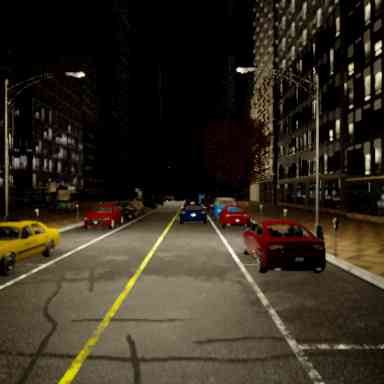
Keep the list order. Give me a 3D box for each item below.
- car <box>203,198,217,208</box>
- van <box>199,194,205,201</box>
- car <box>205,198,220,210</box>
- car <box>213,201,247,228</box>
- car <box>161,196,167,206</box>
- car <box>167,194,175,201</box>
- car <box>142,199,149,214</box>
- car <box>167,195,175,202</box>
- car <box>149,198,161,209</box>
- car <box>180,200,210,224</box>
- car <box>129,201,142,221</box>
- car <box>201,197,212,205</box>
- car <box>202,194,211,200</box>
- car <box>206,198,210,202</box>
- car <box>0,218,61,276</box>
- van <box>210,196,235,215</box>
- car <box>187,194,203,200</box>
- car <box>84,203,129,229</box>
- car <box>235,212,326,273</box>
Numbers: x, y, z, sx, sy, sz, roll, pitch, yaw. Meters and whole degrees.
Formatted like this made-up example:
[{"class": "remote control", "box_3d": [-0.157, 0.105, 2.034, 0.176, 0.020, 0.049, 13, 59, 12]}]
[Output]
[{"class": "car", "box_3d": [2.684, 1.612, 50.227, 1.802, 1.307, 4.206, 0, 0, 0]}, {"class": "van", "box_3d": [2.680, 1.386, 89.904, 1.690, 1.788, 3.998, 0, 0, 0]}, {"class": "car", "box_3d": [2.685, 1.553, 44.729, 1.752, 1.417, 4.829, 0, 0, 0]}, {"class": "car", "box_3d": [2.686, 1.559, 21.887, 1.887, 1.381, 4.507, 0, 0, 0]}, {"class": "car", "box_3d": [-5.697, 1.615, 55.896, 1.802, 1.307, 4.206, 0, 0, 0]}, {"class": "car", "box_3d": [-5.700, 1.485, 89.904, 1.967, 1.590, 4.097, 0, 0, 0]}, {"class": "car", "box_3d": [-5.695, 1.547, 33.053, 1.752, 1.417, 4.829, 0, 0, 0]}, {"class": "car", "box_3d": [-5.699, 1.608, 78.568, 1.947, 1.339, 4.313, 0, 0, 0]}, {"class": "car", "box_3d": [-5.696, 1.593, 44.559, 1.947, 1.339, 4.313, 0, 0, 0]}, {"class": "car", "box_3d": [0.098, 1.581, 25.258, 1.994, 1.385, 4.181, 0, 0, 0]}, {"class": "car", "box_3d": [-5.695, 1.584, 27.555, 1.947, 1.339, 4.313, 0, 0, 0]}, {"class": "car", "box_3d": [2.683, 1.601, 61.563, 1.947, 1.339, 4.313, 0, 0, 0]}, {"class": "car", "box_3d": [2.685, 1.340, 38.891, 2.192, 1.841, 5.009, 0, 0, 0]}, {"class": "car", "box_3d": [2.686, 1.572, 33.223, 2.008, 1.369, 4.403, 0, 0, 0]}, {"class": "car", "box_3d": [-5.693, 1.533, 10.381, 1.752, 1.417, 4.829, 0, 0, 0]}, {"class": "van", "box_3d": [2.686, 1.359, 27.555, 1.690, 1.788, 3.998, 0, 0, 0]}, {"class": "car", "box_3d": [0.096, 1.377, 41.701, 2.097, 1.767, 4.553, 0, 0, 0]}, {"class": "car", "box_3d": [-5.694, 1.560, 21.888, 1.887, 1.381, 4.507, 0, 0, 0]}, {"class": "car", "box_3d": [2.687, 1.552, 10.551, 1.887, 1.381, 4.507, 0, 0, 0]}]
